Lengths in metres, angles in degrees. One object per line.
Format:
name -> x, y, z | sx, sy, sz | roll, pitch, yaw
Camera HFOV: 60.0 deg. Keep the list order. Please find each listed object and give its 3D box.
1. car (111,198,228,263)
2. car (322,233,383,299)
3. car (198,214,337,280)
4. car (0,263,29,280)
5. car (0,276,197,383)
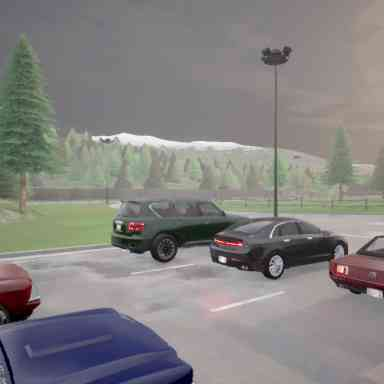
car -> -0.162, 1.221, 12.250 | 5.566, 2.045, 2.150 | 0, 0, -35
car -> 5.236, 1.601, 7.487 | 4.718, 1.301, 1.895 | 0, 0, -35
car -> 2.774, 1.505, 10.036 | 4.892, 1.490, 1.837 | 0, 0, -35
car -> -4.761, 1.601, 4.652 | 4.718, 1.301, 1.895 | 0, 0, -35
car -> -2.241, 1.601, 2.149 | 4.718, 1.301, 1.895 | 0, 0, -35
